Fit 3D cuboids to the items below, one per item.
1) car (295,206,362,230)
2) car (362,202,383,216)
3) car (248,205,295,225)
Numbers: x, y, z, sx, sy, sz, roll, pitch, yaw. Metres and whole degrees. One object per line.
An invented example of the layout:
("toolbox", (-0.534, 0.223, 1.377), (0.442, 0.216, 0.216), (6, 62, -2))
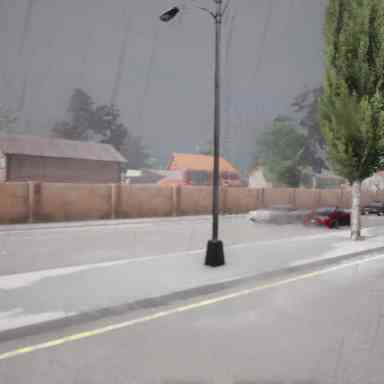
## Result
("car", (9.048, 1.626, 21.873), (4.181, 1.385, 1.994), (1, 0, -39))
("car", (19.484, 1.721, 34.762), (5.357, 1.411, 2.033), (1, 0, -39))
("car", (6.250, 1.617, 24.116), (4.718, 1.301, 1.895), (1, 0, -39))
